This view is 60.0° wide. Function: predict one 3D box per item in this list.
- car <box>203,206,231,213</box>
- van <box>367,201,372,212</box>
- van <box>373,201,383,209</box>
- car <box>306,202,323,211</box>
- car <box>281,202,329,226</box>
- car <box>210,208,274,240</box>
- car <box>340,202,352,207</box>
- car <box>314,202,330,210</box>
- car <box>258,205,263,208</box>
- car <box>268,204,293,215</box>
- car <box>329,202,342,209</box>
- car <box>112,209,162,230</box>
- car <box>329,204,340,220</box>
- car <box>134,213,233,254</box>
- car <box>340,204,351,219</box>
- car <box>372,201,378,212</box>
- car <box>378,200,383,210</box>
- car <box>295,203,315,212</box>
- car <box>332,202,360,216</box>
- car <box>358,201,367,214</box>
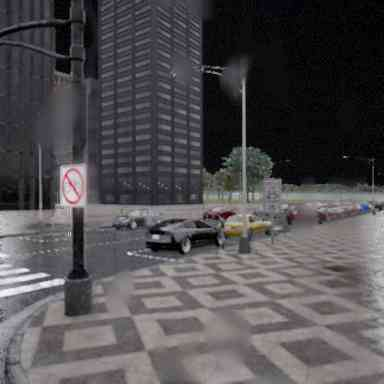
[{"bbox_3d":[2.722,2.122,33.370,1.887,1.381,4.507,-2,-2,36],"label":"car"},{"bbox_3d":[26.070,2.342,51.359,1.690,1.788,3.998,-2,-2,36],"label":"van"},{"bbox_3d":[39.207,2.708,69.720,1.690,1.788,3.998,-2,-2,36],"label":"van"},{"bbox_3d":[22.424,2.582,60.910,1.967,1.590,4.097,-2,-2,36],"label":"car"},{"bbox_3d":[9.649,1.844,28.411,2.192,1.841,5.009,-2,-2,36],"label":"car"},{"bbox_3d":[3.182,1.877,19.363,1.752,1.417,4.829,-2,-2,36],"label":"car"},{"bbox_3d":[38.845,3.143,83.856,2.008,1.369,4.403,-1,-2,36],"label":"car"},{"bbox_3d":[25.709,2.778,65.497,1.887,1.381,4.507,-2,-2,36],"label":"car"},{"bbox_3d":[9.289,2.316,42.549,2.008,1.369,4.403,-2,-2,36],"label":"car"},{"bbox_3d":[12.572,2.411,47.138,2.008,1.369,4.403,-2,-2,36],"label":"car"},{"bbox_3d":[32.277,2.997,74.676,1.802,1.307,4.206,-1,-2,36],"label":"car"},{"bbox_3d":[-3.845,1.948,24.190,2.008,1.369,4.403,-1,-2,36],"label":"car"},{"bbox_3d":[12.935,2.167,32.994,1.887,1.381,4.507,-2,-2,36],"label":"car"},{"bbox_3d":[-0.199,1.828,14.635,1.947,1.339,4.313,-2,-2,36],"label":"car"},{"bbox_3d":[16.223,2.299,37.588,1.802,1.307,4.206,-2,-2,36],"label":"car"},{"bbox_3d":[29.356,2.644,55.944,2.008,1.369,4.403,-2,-2,36],"label":"car"},{"bbox_3d":[35.922,2.592,65.131,2.192,1.841,5.009,-2,-2,36],"label":"car"},{"bbox_3d":[19.141,2.600,56.318,2.008,1.369,4.403,-2,-2,36],"label":"car"},{"bbox_3d":[19.503,2.357,42.174,1.887,1.381,4.507,-2,-2,36],"label":"car"},{"bbox_3d":[22.786,2.347,46.767,1.967,1.590,4.097,-2,-2,36],"label":"car"}]
